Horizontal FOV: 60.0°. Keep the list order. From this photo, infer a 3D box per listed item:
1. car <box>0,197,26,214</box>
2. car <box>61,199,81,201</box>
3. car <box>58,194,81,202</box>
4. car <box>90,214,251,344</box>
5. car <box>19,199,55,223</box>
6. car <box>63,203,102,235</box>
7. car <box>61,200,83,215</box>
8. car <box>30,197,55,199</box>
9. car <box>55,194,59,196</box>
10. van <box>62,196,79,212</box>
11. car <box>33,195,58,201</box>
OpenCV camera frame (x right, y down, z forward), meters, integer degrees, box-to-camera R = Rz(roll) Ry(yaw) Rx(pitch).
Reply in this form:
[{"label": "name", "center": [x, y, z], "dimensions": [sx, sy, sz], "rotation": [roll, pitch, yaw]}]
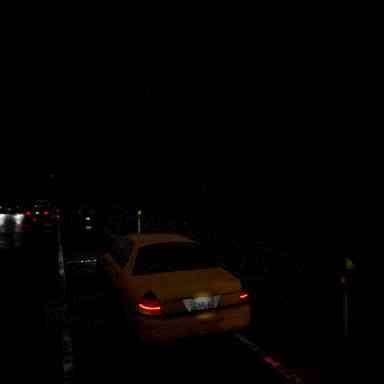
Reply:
[{"label": "car", "center": [-19.388, 1.527, 35.895], "dimensions": [1.812, 1.442, 4.674], "rotation": [0, 0, -22]}, {"label": "car", "center": [-10.197, 1.567, 28.998], "dimensions": [1.947, 1.339, 4.313], "rotation": [0, 0, -22]}, {"label": "car", "center": [-12.282, 1.316, 34.114], "dimensions": [2.192, 1.841, 5.009], "rotation": [0, 0, -22]}, {"label": "car", "center": [-0.832, 1.457, 6.796], "dimensions": [1.801, 1.575, 5.366], "rotation": [0, 0, -22]}, {"label": "car", "center": [-11.951, 1.549, 25.987], "dimensions": [2.033, 1.411, 5.357], "rotation": [0, 0, -22]}, {"label": "car", "center": [-6.027, 1.551, 18.768], "dimensions": [2.008, 1.369, 4.403], "rotation": [0, 0, -22]}, {"label": "car", "center": [-8.112, 1.552, 23.883], "dimensions": [2.008, 1.369, 4.403], "rotation": [0, 0, -22]}, {"label": "car", "center": [-16.009, 1.527, 35.685], "dimensions": [1.812, 1.442, 4.674], "rotation": [0, 0, -22]}, {"label": "car", "center": [-31.200, 1.470, 79.763], "dimensions": [1.967, 1.590, 4.097], "rotation": [0, 0, -23]}, {"label": "van", "center": [-14.367, 1.343, 39.228], "dimensions": [1.690, 1.788, 3.998], "rotation": [0, 0, -22]}, {"label": "car", "center": [-18.405, 1.494, 41.806], "dimensions": [2.128, 1.511, 4.902], "rotation": [0, 0, -21]}]
